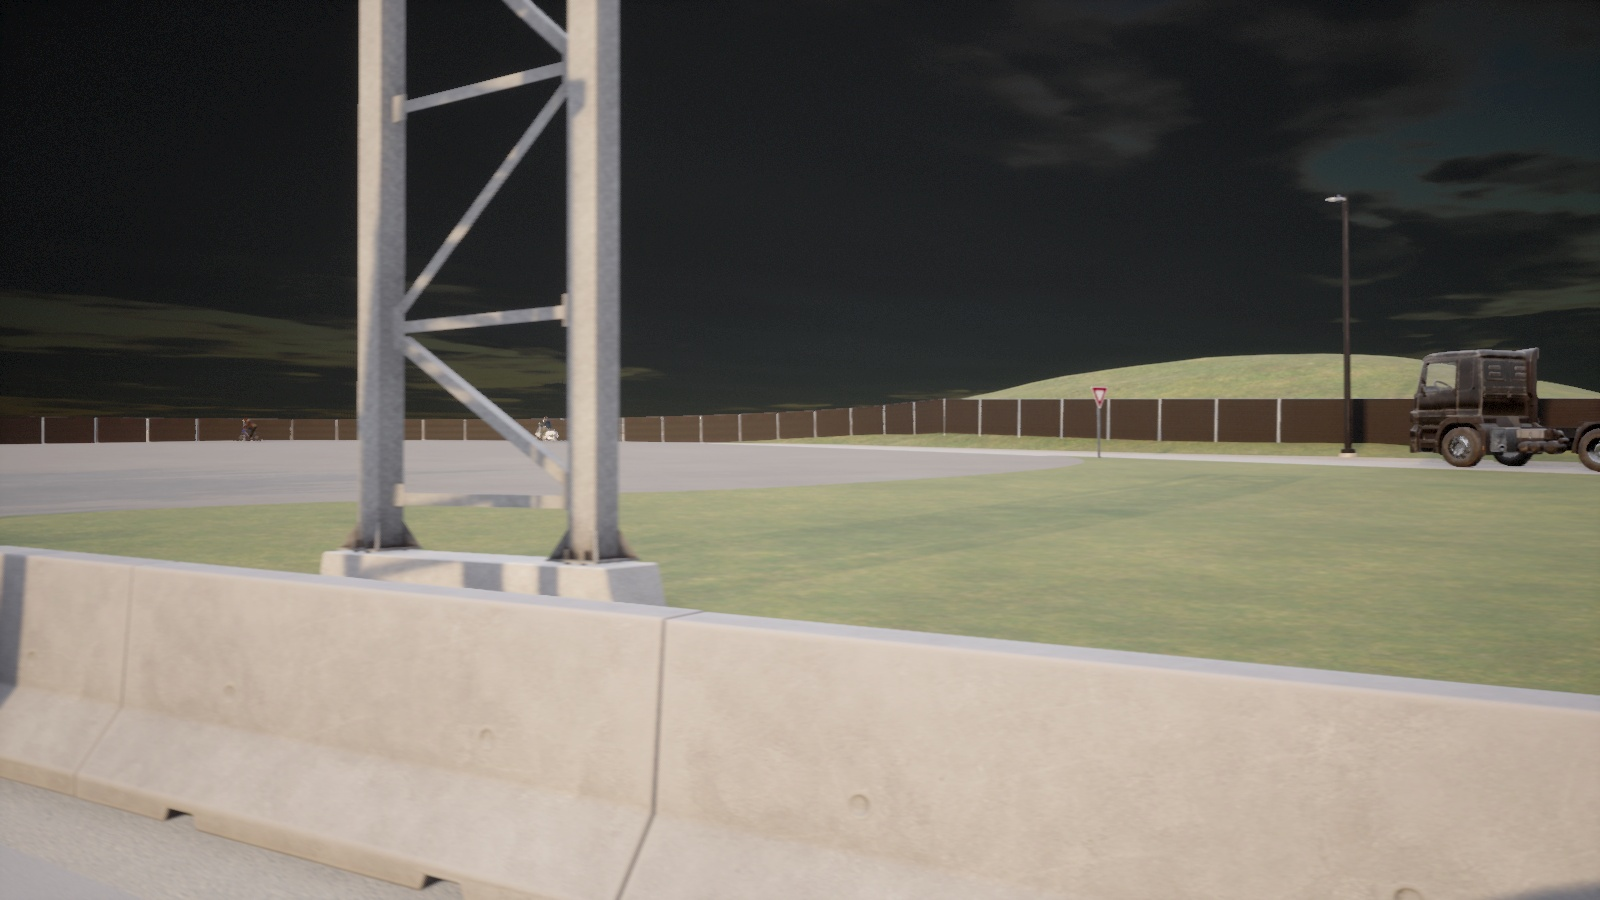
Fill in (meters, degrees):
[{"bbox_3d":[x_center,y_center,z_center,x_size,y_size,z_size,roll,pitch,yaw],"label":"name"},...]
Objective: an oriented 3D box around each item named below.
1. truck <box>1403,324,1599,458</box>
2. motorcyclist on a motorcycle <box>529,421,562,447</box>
[{"bbox_3d":[21.070,-1.568,34.423,2.891,3.462,7.936,-2,1,-29],"label":"truck"},{"bbox_3d":[-15.861,-1.004,78.183,1.817,1.590,0.866,0,2,23],"label":"motorcyclist on a motorcycle"}]
